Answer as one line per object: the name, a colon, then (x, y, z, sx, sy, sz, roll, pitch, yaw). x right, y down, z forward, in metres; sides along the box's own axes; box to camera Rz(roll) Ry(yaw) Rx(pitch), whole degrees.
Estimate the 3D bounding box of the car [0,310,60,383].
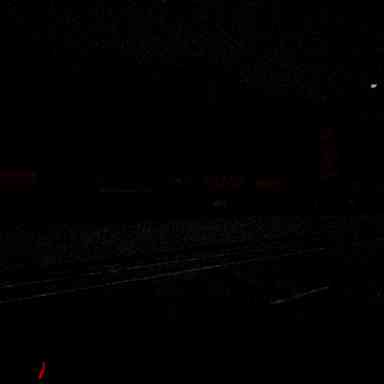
car: (-3.169, 1.495, 1.421, 4.902, 1.511, 2.128, 0, 0, -35)
